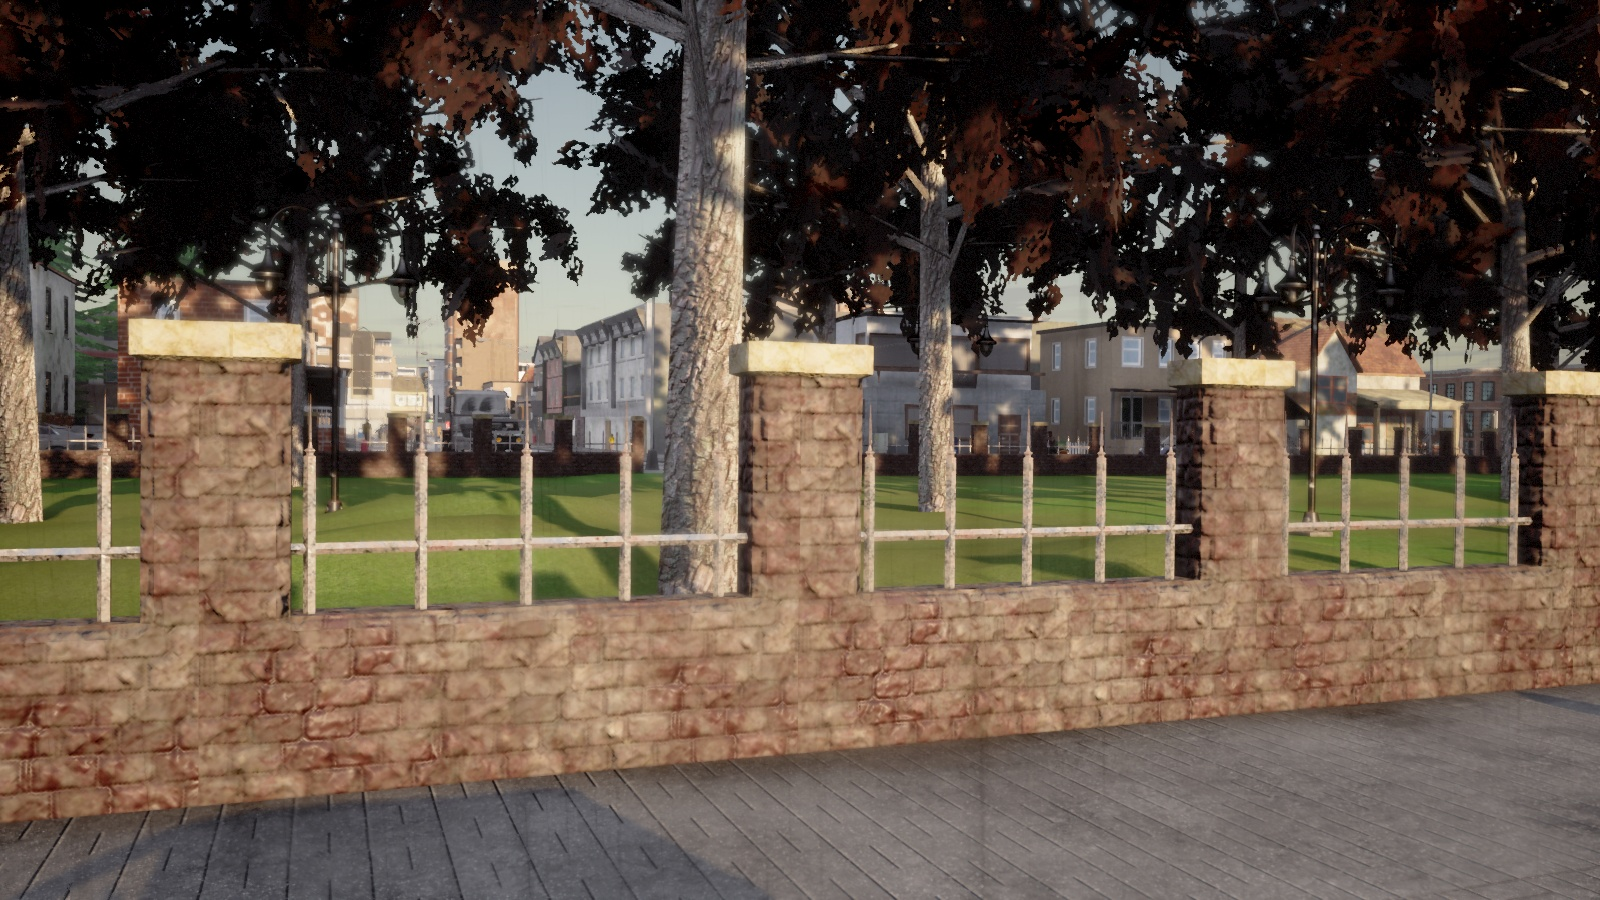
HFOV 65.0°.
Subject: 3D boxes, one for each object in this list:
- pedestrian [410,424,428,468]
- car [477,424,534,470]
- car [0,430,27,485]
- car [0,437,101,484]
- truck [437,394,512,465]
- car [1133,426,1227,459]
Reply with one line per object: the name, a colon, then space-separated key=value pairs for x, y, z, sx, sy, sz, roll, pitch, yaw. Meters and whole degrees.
pedestrian: x=-15.677 y=-0.167 z=51.651 sx=0.345 sy=1.836 sz=0.594 roll=0 pitch=1 yaw=30
car: x=-12.653 y=-0.144 z=53.761 sx=1.905 sy=1.878 sz=3.866 roll=-1 pitch=1 yaw=-20
car: x=-26.395 y=0.246 z=37.824 sx=5.027 sy=1.651 sz=2.152 roll=-1 pitch=1 yaw=-24
car: x=-26.433 y=0.354 z=42.178 sx=4.902 sy=1.511 sz=2.128 roll=-1 pitch=1 yaw=-21
truck: x=-16.970 y=-1.061 z=65.157 sx=2.891 sy=3.462 sz=7.936 roll=-1 pitch=1 yaw=-21
car: x=17.850 y=-0.389 z=59.012 sx=3.806 sy=1.475 sz=1.970 roll=-1 pitch=1 yaw=-21
